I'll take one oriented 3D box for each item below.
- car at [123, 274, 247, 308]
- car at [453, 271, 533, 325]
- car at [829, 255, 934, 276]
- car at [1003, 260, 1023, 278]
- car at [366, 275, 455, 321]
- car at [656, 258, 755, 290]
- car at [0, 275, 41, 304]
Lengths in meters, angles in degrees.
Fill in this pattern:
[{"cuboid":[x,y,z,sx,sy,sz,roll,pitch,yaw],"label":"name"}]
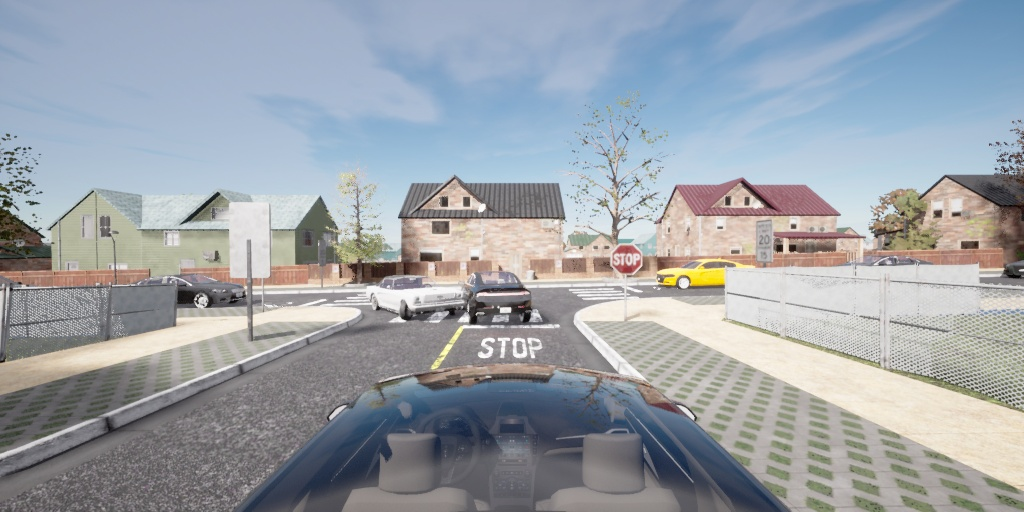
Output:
[{"cuboid":[-14.892,1.566,16.347,4.902,1.511,2.128,-1,1,0],"label":"car"},{"cuboid":[-0.678,1.242,11.983,2.128,1.511,4.902,0,0,-12],"label":"car"},{"cuboid":[19.821,0.703,19.416,4.902,1.511,2.128,-1,1,0],"label":"car"},{"cuboid":[29.700,0.544,19.440,4.181,1.385,1.994,-1,1,0],"label":"car"},{"cuboid":[-3.595,1.368,12.844,1.895,1.301,4.718,0,0,-38],"label":"car"},{"cuboid":[10.392,0.912,19.348,5.008,1.535,1.882,-1,1,-1],"label":"car"},{"cuboid":[-24.229,1.648,16.313,4.553,1.767,2.097,-1,1,0],"label":"car"}]
